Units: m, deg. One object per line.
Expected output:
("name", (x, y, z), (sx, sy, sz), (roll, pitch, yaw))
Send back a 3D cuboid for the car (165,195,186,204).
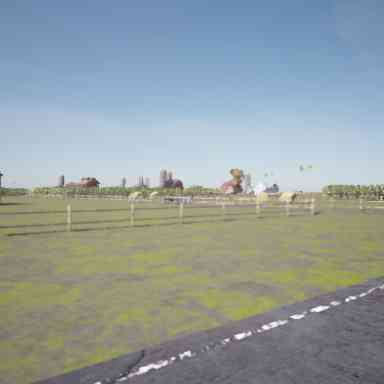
("car", (-3.016, 1.389, 61.006), (2.128, 1.511, 4.902), (1, -1, -40))
